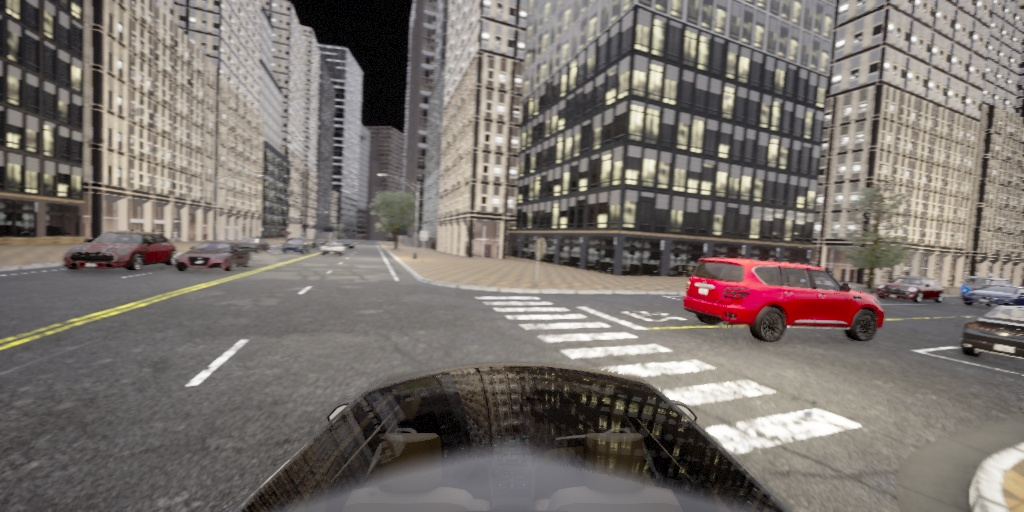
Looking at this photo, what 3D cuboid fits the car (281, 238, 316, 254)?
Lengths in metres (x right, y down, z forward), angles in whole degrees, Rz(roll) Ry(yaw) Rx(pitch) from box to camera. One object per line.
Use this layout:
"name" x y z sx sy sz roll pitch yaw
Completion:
"car" -21.585 -0.952 36.079 2.033 1.411 5.357 2 2 -21

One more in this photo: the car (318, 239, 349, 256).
"car" -18.012 -0.723 36.339 1.895 1.301 4.718 2 2 -21

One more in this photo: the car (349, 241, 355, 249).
"car" -25.929 -1.750 56.789 1.895 1.301 4.718 2 2 -21

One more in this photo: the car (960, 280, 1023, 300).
"car" 30.110 2.497 22.066 4.674 1.442 1.812 3 3 -22

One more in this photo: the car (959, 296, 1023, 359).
"car" 13.017 1.935 8.859 4.403 1.370 2.007 0 0 -22

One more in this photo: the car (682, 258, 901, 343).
"car" 7.705 1.186 10.304 5.566 2.045 2.150 3 2 -15

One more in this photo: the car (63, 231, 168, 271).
"car" -17.397 -0.331 16.235 2.097 1.767 4.553 2 2 -21

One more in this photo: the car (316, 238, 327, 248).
"car" -27.602 -1.870 51.859 1.837 1.490 4.892 2 2 -21

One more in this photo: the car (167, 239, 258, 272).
"car" -14.463 -0.010 17.632 1.994 1.385 4.181 2 2 -21

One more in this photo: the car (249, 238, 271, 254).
"car" -23.938 -0.984 33.141 2.033 1.411 5.357 2 2 -21

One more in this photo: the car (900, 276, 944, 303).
"car" 25.544 2.066 23.080 4.097 1.591 1.967 0 0 -22

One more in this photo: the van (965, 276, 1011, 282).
"van" 35.994 2.487 27.302 3.998 1.789 1.690 0 0 -22
